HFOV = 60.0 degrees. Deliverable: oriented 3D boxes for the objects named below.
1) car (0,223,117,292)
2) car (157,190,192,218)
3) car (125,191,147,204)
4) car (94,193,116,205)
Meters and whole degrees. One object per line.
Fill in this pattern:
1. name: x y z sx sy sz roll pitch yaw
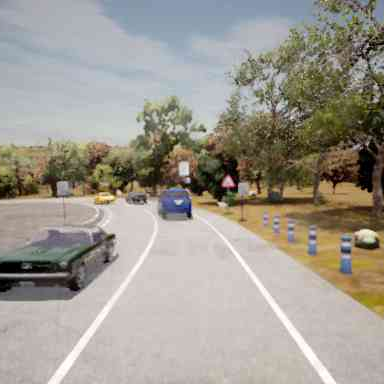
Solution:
1. car: -3.419 1.588 9.027 1.895 1.301 4.718 0 0 -1
2. car: -1.442 0.834 25.715 2.150 2.045 5.566 -1 1 -11
3. car: -7.246 0.709 42.546 1.837 1.490 4.892 -3 2 -26
4. car: -11.266 0.834 42.956 1.882 1.535 5.008 -4 2 -30
